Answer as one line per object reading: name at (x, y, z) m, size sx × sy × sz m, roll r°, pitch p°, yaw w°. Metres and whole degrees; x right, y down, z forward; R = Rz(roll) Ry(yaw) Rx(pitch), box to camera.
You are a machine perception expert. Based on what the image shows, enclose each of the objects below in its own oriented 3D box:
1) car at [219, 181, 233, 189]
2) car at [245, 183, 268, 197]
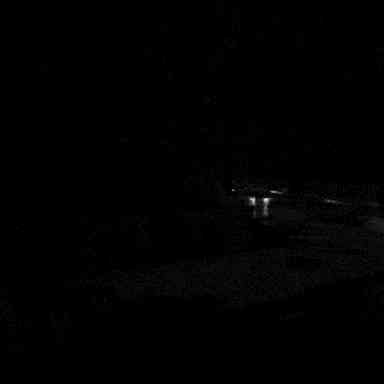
car at (6.173, -1.280, 59.900) m, size 1.895 × 1.301 × 4.718 m, roll 0°, pitch 3°, yaw -4°
car at (7.568, -0.283, 39.433) m, size 1.812 × 1.442 × 4.674 m, roll 0°, pitch 3°, yaw -4°
